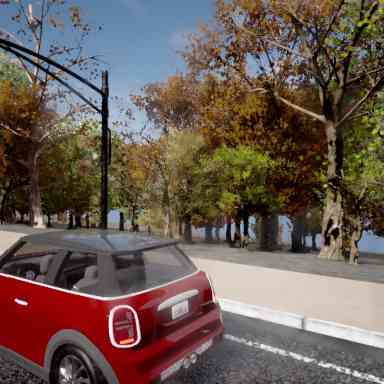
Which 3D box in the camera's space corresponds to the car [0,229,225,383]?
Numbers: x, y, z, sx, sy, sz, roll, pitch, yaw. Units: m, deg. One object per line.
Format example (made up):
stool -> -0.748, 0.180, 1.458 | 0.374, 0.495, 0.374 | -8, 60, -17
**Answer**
car -> -1.861, 1.351, 5.012 | 4.553, 1.767, 2.097 | 0, 0, 36
